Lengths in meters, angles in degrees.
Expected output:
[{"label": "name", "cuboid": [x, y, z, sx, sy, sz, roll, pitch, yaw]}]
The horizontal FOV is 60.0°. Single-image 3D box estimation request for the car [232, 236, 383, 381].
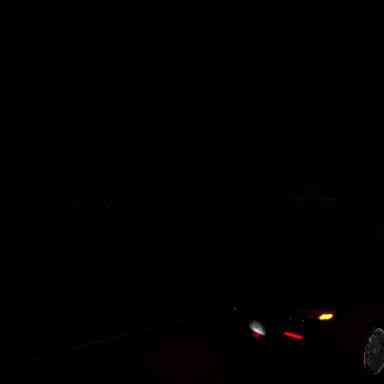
[{"label": "car", "cuboid": [2.762, 1.453, 5.280, 4.674, 1.442, 1.812, -1, 1, -32]}]
